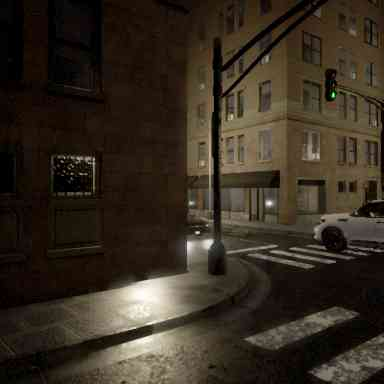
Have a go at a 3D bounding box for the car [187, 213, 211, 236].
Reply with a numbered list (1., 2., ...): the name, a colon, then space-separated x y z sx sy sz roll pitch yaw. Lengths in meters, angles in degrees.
1. car: -1.278 1.515 17.773 2.033 1.411 5.357 0 0 -36

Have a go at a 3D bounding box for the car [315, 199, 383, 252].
1. car: 7.117 1.215 11.528 2.150 2.045 5.566 0 0 -36
